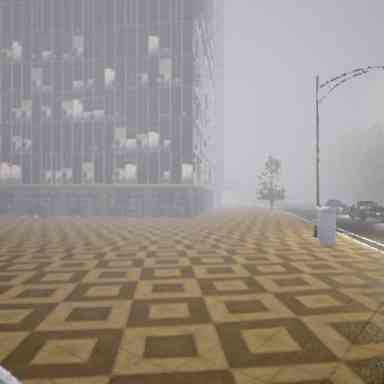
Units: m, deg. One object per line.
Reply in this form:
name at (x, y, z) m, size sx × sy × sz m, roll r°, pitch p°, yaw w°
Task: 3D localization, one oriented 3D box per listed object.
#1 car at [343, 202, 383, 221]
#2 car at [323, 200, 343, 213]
car at (15.401, 1.670, 29.295) m, size 2.128 × 1.511 × 4.902 m, roll 0°, pitch 0°, yaw 9°
car at (16.899, 1.759, 39.376) m, size 2.128 × 1.511 × 4.902 m, roll 0°, pitch 0°, yaw 8°
